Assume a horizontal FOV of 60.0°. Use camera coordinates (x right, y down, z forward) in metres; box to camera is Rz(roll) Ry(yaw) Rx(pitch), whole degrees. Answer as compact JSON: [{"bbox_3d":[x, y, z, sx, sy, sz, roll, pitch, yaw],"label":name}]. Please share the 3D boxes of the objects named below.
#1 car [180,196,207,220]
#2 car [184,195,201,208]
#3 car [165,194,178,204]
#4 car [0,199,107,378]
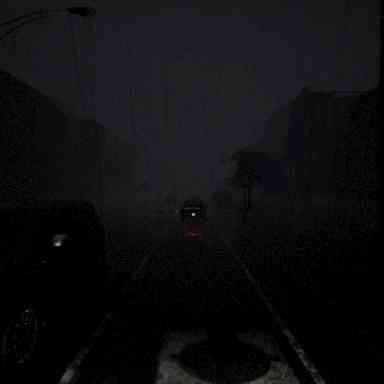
[{"bbox_3d":[0.105,1.310,25.924,1.837,1.490,4.892,0,0,0],"label":"car"},{"bbox_3d":[0.101,1.192,41.891,2.033,1.411,5.357,0,1,0],"label":"car"},{"bbox_3d":[-3.063,1.063,50.635,1.837,1.490,4.892,0,0,0],"label":"car"},{"bbox_3d":[-3.099,1.185,5.839,2.150,2.045,5.566,0,0,0],"label":"car"}]
